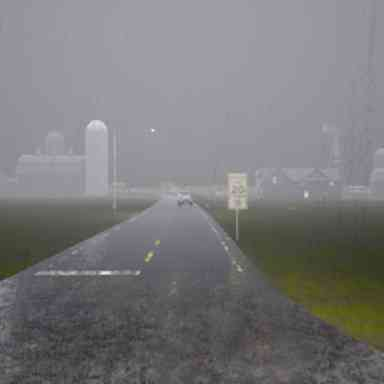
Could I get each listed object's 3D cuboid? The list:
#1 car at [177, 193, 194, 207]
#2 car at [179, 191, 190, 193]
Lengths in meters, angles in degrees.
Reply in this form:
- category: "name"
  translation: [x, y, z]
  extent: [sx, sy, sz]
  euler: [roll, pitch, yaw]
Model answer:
- category: "car"
  translation: [-0.861, 1.192, 45.016]
  extent: [1.812, 1.442, 4.674]
  euler: [0, 0, -2]
- category: "car"
  translation: [-1.320, 0.822, 55.055]
  extent: [2.150, 2.045, 5.566]
  euler: [0, 0, -3]
